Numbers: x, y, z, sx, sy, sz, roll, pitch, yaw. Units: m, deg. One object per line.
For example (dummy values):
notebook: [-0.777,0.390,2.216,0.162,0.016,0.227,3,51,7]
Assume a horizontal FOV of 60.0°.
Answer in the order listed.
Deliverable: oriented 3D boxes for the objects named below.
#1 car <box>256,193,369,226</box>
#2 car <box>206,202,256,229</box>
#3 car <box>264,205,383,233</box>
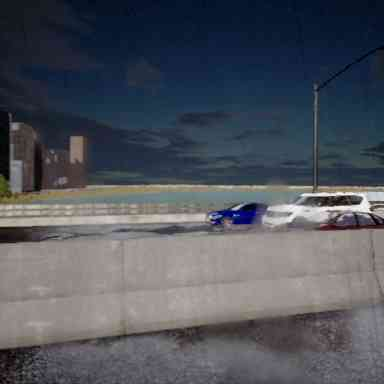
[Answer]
car: [6.402,1.055,16.868,5.566,2.045,2.150,0,1,-16]
car: [3.156,1.331,19.582,4.674,1.442,1.812,0,1,-16]
car: [5.818,1.418,13.067,5.357,1.411,2.033,0,1,-16]
